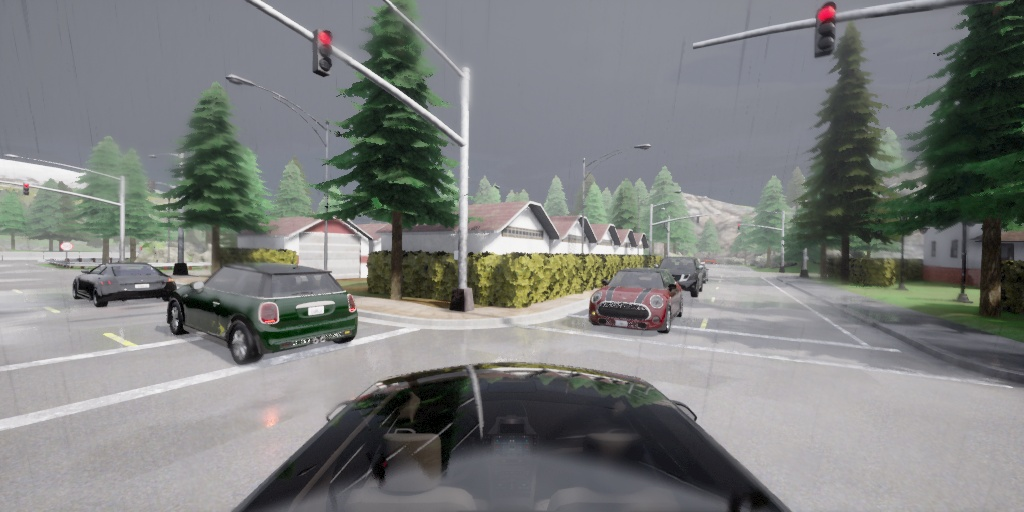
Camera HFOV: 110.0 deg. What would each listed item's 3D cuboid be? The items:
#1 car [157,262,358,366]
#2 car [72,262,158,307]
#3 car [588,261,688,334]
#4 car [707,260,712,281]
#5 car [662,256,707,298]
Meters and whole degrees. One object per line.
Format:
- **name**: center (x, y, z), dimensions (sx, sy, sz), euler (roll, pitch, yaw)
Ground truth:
- **car**: center (-5.527, 0.923, 7.888), dimensions (4.553, 1.767, 2.097), euler (4, 2, 31)
- **car**: center (-14.104, 0.911, 13.045), dimensions (4.181, 1.385, 1.994), euler (2, 1, 31)
- **car**: center (4.033, 1.172, 11.280), dimensions (2.097, 1.767, 4.553), euler (1, 1, 31)
- **car**: center (14.640, 1.338, 28.787), dimensions (1.837, 1.490, 4.892), euler (1, 1, 31)
- **car**: center (9.342, 1.048, 20.036), dimensions (2.150, 2.045, 5.566), euler (1, 1, 31)
